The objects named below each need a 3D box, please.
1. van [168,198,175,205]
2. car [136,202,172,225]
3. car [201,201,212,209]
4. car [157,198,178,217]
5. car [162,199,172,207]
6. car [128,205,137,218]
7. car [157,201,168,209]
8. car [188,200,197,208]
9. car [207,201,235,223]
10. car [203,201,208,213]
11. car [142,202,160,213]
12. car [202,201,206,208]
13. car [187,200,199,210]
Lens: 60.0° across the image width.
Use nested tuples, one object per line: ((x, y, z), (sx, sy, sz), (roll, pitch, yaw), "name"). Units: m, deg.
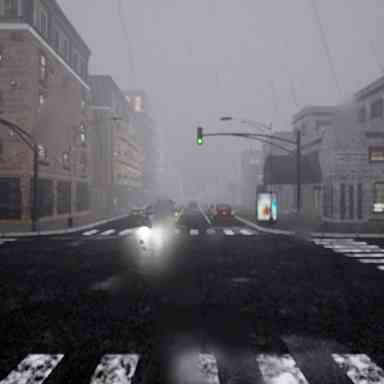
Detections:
((-5.637, 2.610, 92.379), (1.690, 1.788, 3.998), (-1, -1, 0), "van")
((-3.091, 1.855, 27.939), (2.128, 1.511, 4.902), (0, -1, -2), "car")
((2.728, 2.405, 63.903), (2.008, 1.369, 4.403), (-1, -1, 0), "car")
((-3.072, 1.719, 37.877), (2.150, 2.045, 5.566), (0, -1, 0), "car")
((-5.648, 2.460, 75.289), (1.967, 1.590, 4.097), (-1, -1, 0), "car")
((-5.671, 2.016, 35.415), (2.008, 1.369, 4.403), (0, -1, 0), "car")
((-5.653, 2.381, 63.726), (1.752, 1.417, 4.829), (-1, -1, 0), "car")
((0.126, 2.449, 68.689), (1.812, 1.442, 4.674), (0, -1, 0), "car")
((2.705, 1.825, 29.727), (1.967, 1.590, 4.097), (0, -1, 0), "car")
((2.713, 2.121, 41.118), (1.802, 1.307, 4.206), (-1, -1, 0), "car")
((-5.664, 2.171, 46.808), (2.008, 1.369, 4.403), (0, -1, 0), "car")
((2.716, 2.168, 46.815), (2.008, 1.369, 4.403), (-1, -1, 0), "car")
((0.141, 2.282, 58.272), (1.837, 1.490, 4.892), (0, -1, 0), "car")
